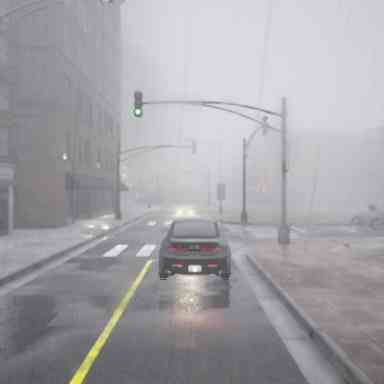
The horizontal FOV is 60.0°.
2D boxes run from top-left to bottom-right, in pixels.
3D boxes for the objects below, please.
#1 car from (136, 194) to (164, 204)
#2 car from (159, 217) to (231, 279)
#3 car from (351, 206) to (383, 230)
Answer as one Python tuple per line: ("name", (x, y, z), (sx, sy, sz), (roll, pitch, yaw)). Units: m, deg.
("car", (-8.452, 1.428, 66.618), (5.566, 2.045, 2.150), (0, 0, 9))
("car", (0.076, 1.527, 10.103), (1.837, 1.490, 4.892), (0, 0, 0))
("car", (12.044, 1.557, 20.353), (4.181, 1.385, 1.994), (0, 0, 0))
